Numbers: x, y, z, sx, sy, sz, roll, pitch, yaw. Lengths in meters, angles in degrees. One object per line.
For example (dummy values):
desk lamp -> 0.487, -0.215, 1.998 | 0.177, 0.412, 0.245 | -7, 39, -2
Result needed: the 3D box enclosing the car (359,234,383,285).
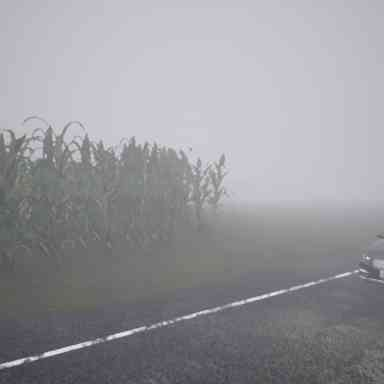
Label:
car -> 6.118, 1.489, 8.412 | 4.902, 1.511, 2.128 | 0, 0, -36
